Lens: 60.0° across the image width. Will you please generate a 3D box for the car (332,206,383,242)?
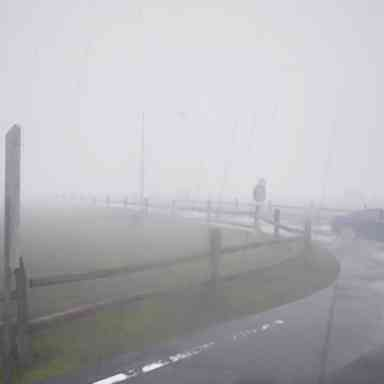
[{"bbox_3d":[8.156,1.360,13.239,1.882,1.535,5.008,0,1,-36],"label":"car"}]
